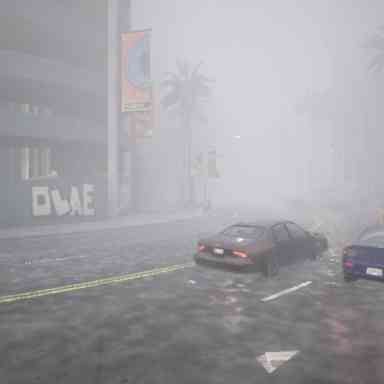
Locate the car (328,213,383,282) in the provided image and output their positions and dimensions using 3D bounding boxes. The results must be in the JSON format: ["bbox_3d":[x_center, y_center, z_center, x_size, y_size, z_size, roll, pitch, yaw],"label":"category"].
[{"bbox_3d":[5.456,1.522,8.736,1.812,1.442,4.674,0,0,43],"label":"car"}]

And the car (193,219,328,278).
[{"bbox_3d":[2.363,1.541,10.243,2.033,1.411,5.357,0,0,43],"label":"car"}]

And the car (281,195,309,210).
[{"bbox_3d":[13.330,1.478,42.404,1.837,1.490,4.892,0,0,-2],"label":"car"}]

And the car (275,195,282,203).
[{"bbox_3d":[18.161,1.437,67.071,2.231,1.521,4.892,0,0,-4],"label":"car"}]

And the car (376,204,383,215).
[{"bbox_3d":[13.975,1.467,22.876,1.882,1.535,5.008,0,0,22],"label":"car"}]

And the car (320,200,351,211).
[{"bbox_3d":[16.932,1.578,39.563,1.895,1.301,4.718,0,0,0],"label":"car"}]
